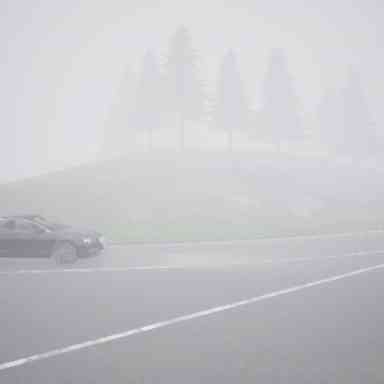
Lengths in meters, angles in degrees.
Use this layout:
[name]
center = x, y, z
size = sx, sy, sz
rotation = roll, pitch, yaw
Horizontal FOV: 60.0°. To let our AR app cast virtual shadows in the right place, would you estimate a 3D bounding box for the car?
[car]
center = -5.352, 1.491, 10.899
size = 4.902, 1.511, 2.128
rotation = 0, 0, -2
